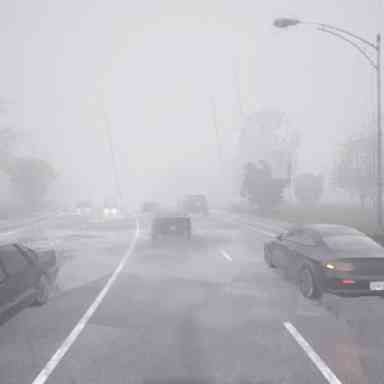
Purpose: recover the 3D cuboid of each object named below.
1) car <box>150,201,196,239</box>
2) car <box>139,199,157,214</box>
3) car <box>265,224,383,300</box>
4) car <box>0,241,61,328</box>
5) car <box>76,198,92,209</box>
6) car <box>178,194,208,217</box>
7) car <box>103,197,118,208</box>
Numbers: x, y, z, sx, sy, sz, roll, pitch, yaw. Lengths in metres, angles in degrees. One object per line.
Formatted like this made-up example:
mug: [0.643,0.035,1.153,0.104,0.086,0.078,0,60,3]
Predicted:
car: [-1.153,1.485,17.578,1.882,1.535,5.008,0,0,-7]
car: [-4.539,1.496,35.641,1.882,1.535,5.008,0,0,-14]
car: [3.220,1.520,8.280,1.812,1.442,4.674,0,0,-3]
car: [-3.778,1.558,5.225,2.033,1.411,5.357,0,0,-2]
car: [-15.028,1.596,46.448,1.994,1.385,4.181,0,0,-17]
car: [-0.028,1.233,31.778,2.150,2.045,5.566,0,0,-12]
car: [-11.624,1.523,47.295,2.128,1.511,4.902,0,0,-17]
